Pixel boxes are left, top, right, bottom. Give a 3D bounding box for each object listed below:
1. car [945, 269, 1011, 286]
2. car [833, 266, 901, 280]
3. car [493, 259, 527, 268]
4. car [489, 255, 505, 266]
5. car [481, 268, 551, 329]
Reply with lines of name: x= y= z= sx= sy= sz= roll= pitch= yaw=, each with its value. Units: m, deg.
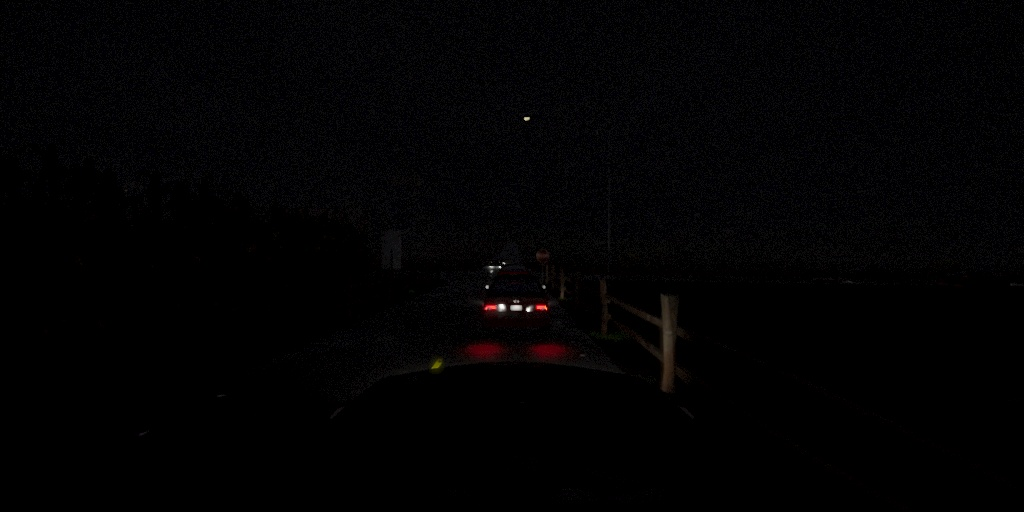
car: x=42.896 y=1.961 z=33.032 sx=4.181 sy=1.385 sz=1.994 roll=1 pitch=2 yaw=1
car: x=35.572 y=1.719 z=35.966 sx=5.357 sy=1.411 sz=2.033 roll=1 pitch=2 yaw=1
car: x=0.118 y=1.148 z=20.814 sx=1.882 sy=1.535 sz=5.008 roll=0 pitch=0 yaw=1
car: x=-2.589 y=0.862 z=59.326 sx=1.837 sy=1.490 sz=4.892 roll=0 pitch=1 yaw=1
car: x=0.111 y=1.259 z=10.985 sx=2.033 sy=1.411 sz=5.357 roll=0 pitch=0 yaw=0
